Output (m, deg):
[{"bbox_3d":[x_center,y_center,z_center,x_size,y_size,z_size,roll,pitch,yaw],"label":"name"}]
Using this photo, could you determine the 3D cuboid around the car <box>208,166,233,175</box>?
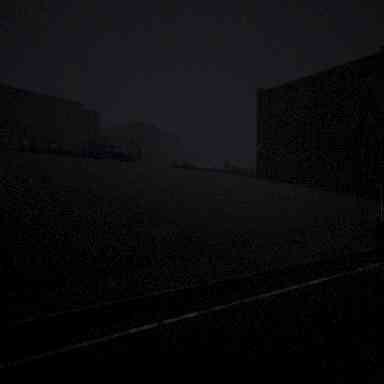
[{"bbox_3d":[2.956,-2.644,43.938,2.002,1.452,4.674,0,-2,40],"label":"car"}]

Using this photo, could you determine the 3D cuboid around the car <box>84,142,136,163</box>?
[{"bbox_3d":[-7.937,-3.406,31.447,2.435,2.045,5.566,0,-1,44],"label":"car"}]

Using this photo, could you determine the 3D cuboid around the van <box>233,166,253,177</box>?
[{"bbox_3d":[6.541,-2.704,48.340,1.878,1.987,4.442,0,-2,39],"label":"van"}]

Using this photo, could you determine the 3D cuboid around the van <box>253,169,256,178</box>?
[{"bbox_3d":[9.926,-2.482,52.719,1.878,1.987,4.442,0,-2,38],"label":"van"}]

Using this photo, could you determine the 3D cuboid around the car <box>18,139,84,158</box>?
[{"bbox_3d":[-11.809,-3.394,27.386,2.185,1.767,4.553,0,-1,45],"label":"car"}]

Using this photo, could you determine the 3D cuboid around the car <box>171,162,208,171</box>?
[{"bbox_3d":[-0.605,-2.823,39.695,2.002,1.452,4.674,0,-1,41],"label":"car"}]

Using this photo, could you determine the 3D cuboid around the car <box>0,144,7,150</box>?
[{"bbox_3d":[-15.773,-3.360,23.377,4.892,1.521,2.231,1,-1,-44],"label":"car"}]
